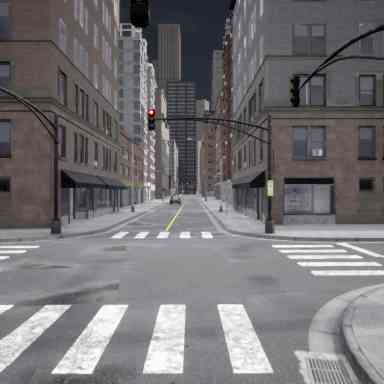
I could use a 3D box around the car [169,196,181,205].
[{"bbox_3d":[-2.977,1.457,59.647,1.882,1.535,5.008,0,0,0],"label":"car"}]
